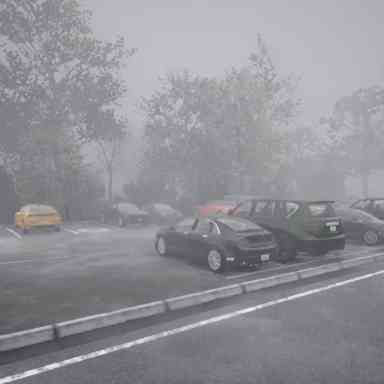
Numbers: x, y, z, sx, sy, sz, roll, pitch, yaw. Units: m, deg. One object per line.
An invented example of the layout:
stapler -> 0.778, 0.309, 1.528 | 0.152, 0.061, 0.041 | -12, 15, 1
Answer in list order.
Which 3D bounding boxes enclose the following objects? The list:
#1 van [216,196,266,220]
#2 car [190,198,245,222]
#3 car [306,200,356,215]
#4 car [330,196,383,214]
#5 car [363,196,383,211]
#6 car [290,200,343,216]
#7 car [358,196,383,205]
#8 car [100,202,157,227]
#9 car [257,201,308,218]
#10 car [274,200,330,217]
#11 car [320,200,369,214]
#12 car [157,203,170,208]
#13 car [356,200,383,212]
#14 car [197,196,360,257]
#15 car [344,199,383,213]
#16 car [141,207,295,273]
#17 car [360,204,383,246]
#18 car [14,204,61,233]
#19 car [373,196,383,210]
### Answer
van -> 4.246, 1.331, 29.659 | 1.878, 1.987, 4.442 | 1, 0, -35
car -> 2.067, 1.409, 27.925 | 2.185, 1.767, 4.553 | 1, 0, -35
car -> 15.664, 1.713, 37.633 | 2.163, 1.488, 4.792 | 1, 0, -36
car -> 20.196, 1.484, 40.872 | 2.435, 2.045, 5.566 | 1, 0, -36
car -> 26.994, 1.576, 45.729 | 2.435, 2.045, 5.566 | 1, -1, -36
car -> 13.385, 1.658, 36.033 | 2.097, 1.535, 5.008 | 1, 0, -36
car -> 9.657, 1.283, 17.346 | 2.435, 2.045, 5.566 | 1, 0, -35
car -> -4.760, 1.482, 23.107 | 2.097, 1.535, 5.008 | 0, 0, -35
car -> 8.849, 1.647, 32.798 | 2.002, 1.452, 4.674 | 1, 0, -36
car -> 11.222, 1.629, 34.267 | 1.946, 1.575, 5.366 | 1, 0, -36
car -> 17.896, 1.738, 39.299 | 2.163, 1.488, 4.792 | 1, 0, -36
car -> -2.489, 1.537, 24.721 | 2.002, 1.452, 4.674 | 0, 0, -35
car -> 24.611, 1.833, 44.058 | 2.002, 1.452, 4.674 | 1, 0, -36
car -> 2.807, 1.232, 12.467 | 2.435, 2.045, 5.566 | 0, 0, -35
car -> 22.448, 1.765, 42.510 | 2.097, 1.535, 5.008 | 1, 0, -36
car -> 0.544, 1.474, 10.814 | 2.231, 1.521, 4.892 | 0, 0, -35
car -> 7.384, 1.514, 15.699 | 2.231, 1.521, 4.892 | 1, 0, -35
car -> -9.291, 1.465, 19.870 | 2.097, 1.535, 5.008 | 0, 0, -35
car -> 29.159, 1.609, 47.277 | 2.435, 2.045, 5.566 | 1, -1, -36
